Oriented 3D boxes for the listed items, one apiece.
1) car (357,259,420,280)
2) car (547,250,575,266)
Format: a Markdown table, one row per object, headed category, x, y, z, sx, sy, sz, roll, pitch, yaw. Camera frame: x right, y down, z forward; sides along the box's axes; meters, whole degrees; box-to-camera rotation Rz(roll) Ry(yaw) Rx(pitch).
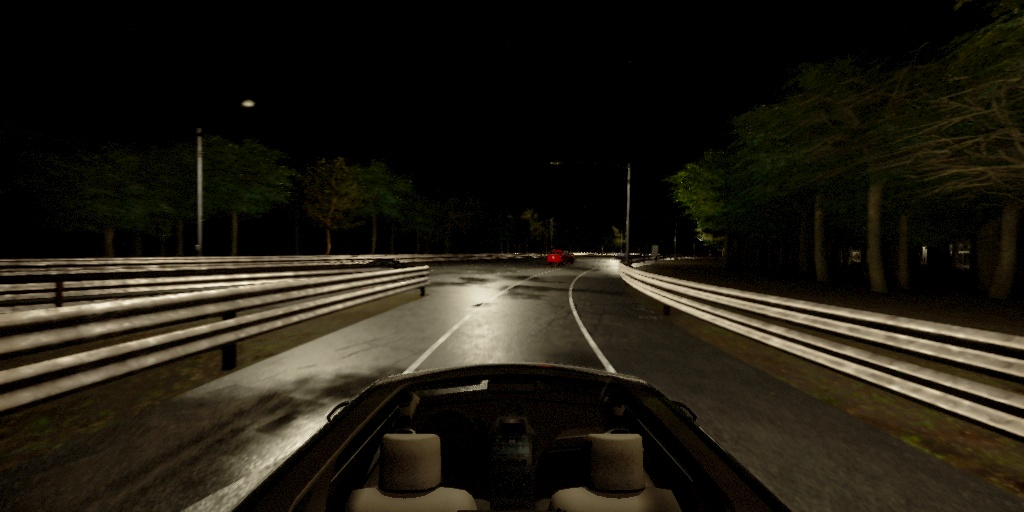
| category | x | y | z | sx | sy | sz | roll | pitch | yaw |
| --- | --- | --- | --- | --- | --- | --- | --- | --- | --- |
| car | -8.101 | 0.941 | 23.750 | 1.812 | 1.442 | 4.674 | 2 | 2 | 30 |
| car | 6.732 | 0.256 | 48.889 | 2.150 | 2.045 | 5.566 | 2 | 2 | 30 |
